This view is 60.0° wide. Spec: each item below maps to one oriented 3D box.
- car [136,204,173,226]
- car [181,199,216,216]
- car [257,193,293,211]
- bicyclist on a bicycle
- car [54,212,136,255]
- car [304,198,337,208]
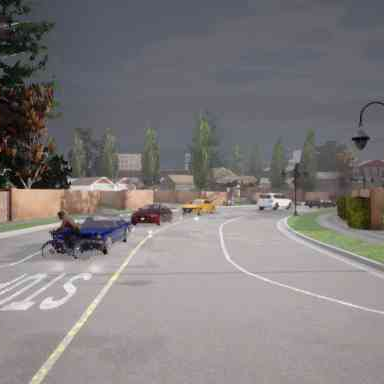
[{"bbox_3d":[-2.746,1.569,23.537,1.994,1.385,4.181,0,0,14],"label":"car"},{"bbox_3d":[0.721,1.482,33.394,1.882,1.535,5.008,0,0,28],"label":"car"},{"bbox_3d":[10.125,1.200,40.424,2.150,2.045,5.566,0,-1,43],"label":"car"},{"bbox_3d":[-4.091,1.456,10.865,1.656,1.620,0.582,-2,0,-2],"label":"bicyclist on a bicycle"},{"bbox_3d":[-3.826,1.603,13.553,1.895,1.301,4.718,0,0,2],"label":"car"},{"bbox_3d":[18.395,1.547,47.124,5.357,1.411,2.033,0,0,-28],"label":"car"}]
